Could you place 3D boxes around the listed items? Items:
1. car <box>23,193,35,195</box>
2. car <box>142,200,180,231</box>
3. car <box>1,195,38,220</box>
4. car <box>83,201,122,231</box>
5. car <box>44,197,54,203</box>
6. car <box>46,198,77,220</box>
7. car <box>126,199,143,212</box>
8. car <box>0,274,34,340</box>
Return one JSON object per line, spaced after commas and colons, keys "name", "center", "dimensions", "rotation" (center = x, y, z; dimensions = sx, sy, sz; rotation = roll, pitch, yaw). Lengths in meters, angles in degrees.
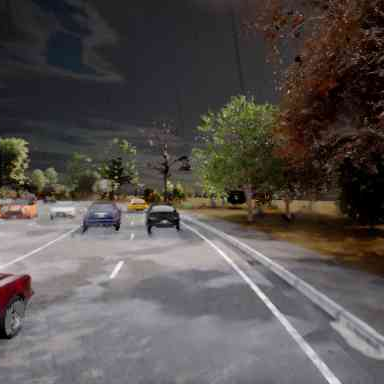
{"name": "car", "center": [-31.655, 1.258, 64.740], "dimensions": [2.150, 2.045, 5.566], "rotation": [0, 0, -35]}
{"name": "car", "center": [-1.930, 1.487, 20.762], "dimensions": [1.882, 1.535, 5.008], "rotation": [0, 0, -10]}
{"name": "car", "center": [-14.537, 1.380, 28.262], "dimensions": [2.097, 1.767, 4.553], "rotation": [0, 0, -15]}
{"name": "car", "center": [-5.514, 1.367, 20.925], "dimensions": [2.097, 1.767, 4.553], "rotation": [0, 0, -10]}
{"name": "car", "center": [-27.867, 1.586, 65.460], "dimensions": [1.994, 1.385, 4.181], "rotation": [0, 0, -33]}
{"name": "car", "center": [-11.031, 1.550, 28.760], "dimensions": [1.812, 1.442, 4.674], "rotation": [0, 0, -15]}
{"name": "car", "center": [-6.482, 1.500, 38.575], "dimensions": [1.882, 1.535, 5.008], "rotation": [0, 0, -18]}
{"name": "car", "center": [-3.563, 1.611, 3.575], "dimensions": [1.895, 1.301, 4.718], "rotation": [0, 0, -2]}
